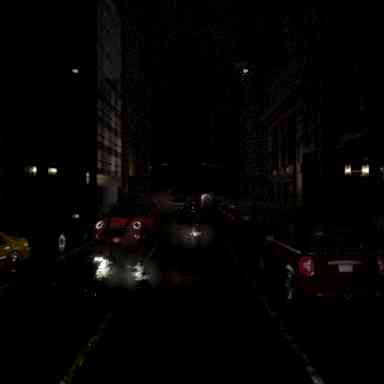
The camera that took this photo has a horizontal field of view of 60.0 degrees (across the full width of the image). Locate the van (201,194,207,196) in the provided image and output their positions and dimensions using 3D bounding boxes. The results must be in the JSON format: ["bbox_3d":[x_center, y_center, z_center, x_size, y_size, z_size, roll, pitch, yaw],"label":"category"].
[{"bbox_3d":[2.861,1.399,58.949,1.690,1.788,3.998,0,0,0],"label":"van"}]

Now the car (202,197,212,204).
[{"bbox_3d":[2.864,1.609,64.598,1.887,1.381,4.507,0,0,0],"label":"car"}]

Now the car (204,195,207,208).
[{"bbox_3d":[2.860,1.480,42.003,1.967,1.590,4.097,0,0,0],"label":"car"}]

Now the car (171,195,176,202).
[{"bbox_3d":[-5.657,1.626,81.543,1.887,1.381,4.507,0,0,0],"label":"car"}]

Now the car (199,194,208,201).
[{"bbox_3d":[2.868,1.400,87.192,2.192,1.841,5.009,0,0,0],"label":"car"}]

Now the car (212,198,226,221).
[{"bbox_3d":[2.856,1.463,25.057,1.967,1.590,4.097,0,0,0],"label":"car"}]

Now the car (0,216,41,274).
[{"bbox_3d":[-5.671,1.532,7.938,1.752,1.417,4.829,0,0,0],"label":"car"}]

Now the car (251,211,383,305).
[{"bbox_3d":[2.853,1.447,8.112,1.967,1.590,4.097,0,0,0],"label":"car"}]

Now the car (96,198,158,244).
[{"bbox_3d":[-3.053,1.365,15.726,2.097,1.767,4.553,0,0,0],"label":"car"}]

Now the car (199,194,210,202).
[{"bbox_3d":[2.865,1.391,75.895,2.192,1.841,5.009,0,0,0],"label":"car"}]

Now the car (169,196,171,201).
[{"bbox_3d":[-5.661,1.646,64.596,1.802,1.307,4.206,0,0,0],"label":"car"}]

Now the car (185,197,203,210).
[{"bbox_3d":[0.108,1.642,43.345,1.895,1.301,4.718,0,0,0],"label":"car"}]

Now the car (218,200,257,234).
[{"bbox_3d":[2.855,1.457,19.409,1.967,1.590,4.097,0,0,0],"label":"car"}]

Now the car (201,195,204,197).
[{"bbox_3d":[2.862,1.617,53.301,1.947,1.339,4.313,0,0,0],"label":"car"}]

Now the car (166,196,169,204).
[{"bbox_3d":[-5.662,1.609,58.947,2.008,1.369,4.403,0,0,0],"label":"car"}]

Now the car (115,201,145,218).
[{"bbox_3d":[-5.667,1.594,30.703,1.947,1.339,4.313,0,0,0],"label":"car"}]

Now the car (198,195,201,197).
[{"bbox_3d":[0.107,1.560,57.688,1.837,1.490,4.892,0,0,0],"label":"car"}]

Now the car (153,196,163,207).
[{"bbox_3d":[-5.664,1.597,47.650,2.008,1.369,4.403,0,0,0],"label":"car"}]

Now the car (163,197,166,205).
[{"bbox_3d":[-5.663,1.492,53.299,1.967,1.590,4.097,0,0,0],"label":"car"}]

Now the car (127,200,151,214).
[{"bbox_3d":[-5.666,1.579,36.352,1.887,1.381,4.507,0,0,0],"label":"car"}]

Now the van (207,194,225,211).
[{"bbox_3d":[2.858,1.375,36.355,1.690,1.788,3.998,0,0,0],"label":"van"}]

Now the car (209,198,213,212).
[{"bbox_3d":[2.858,1.573,30.706,1.887,1.381,4.507,0,0,0],"label":"car"}]

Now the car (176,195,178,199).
[{"bbox_3d":[-5.655,1.669,92.841,1.802,1.307,4.206,0,0,0],"label":"car"}]

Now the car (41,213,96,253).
[{"bbox_3d":[-5.670,1.578,13.757,1.947,1.339,4.313,0,0,0],"label":"car"}]
